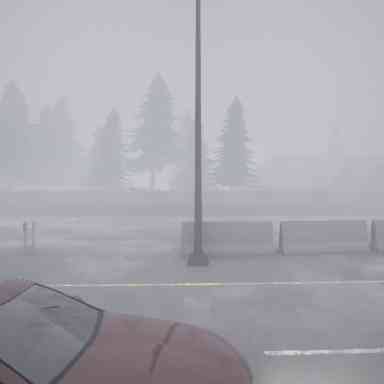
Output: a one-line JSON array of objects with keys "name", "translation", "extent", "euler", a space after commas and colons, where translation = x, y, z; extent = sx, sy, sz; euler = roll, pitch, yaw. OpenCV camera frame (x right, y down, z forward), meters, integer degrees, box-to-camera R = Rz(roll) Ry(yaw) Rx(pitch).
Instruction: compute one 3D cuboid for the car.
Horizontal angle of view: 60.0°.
[{"name": "car", "translation": [-1.822, 1.526, 2.749], "extent": [4.674, 1.442, 1.812], "euler": [0, 0, -2]}]
